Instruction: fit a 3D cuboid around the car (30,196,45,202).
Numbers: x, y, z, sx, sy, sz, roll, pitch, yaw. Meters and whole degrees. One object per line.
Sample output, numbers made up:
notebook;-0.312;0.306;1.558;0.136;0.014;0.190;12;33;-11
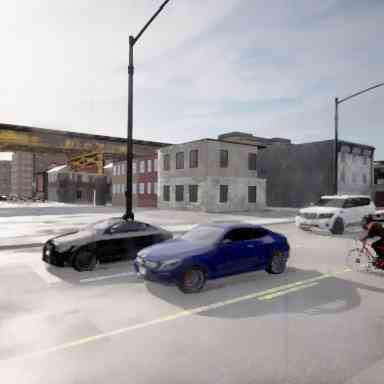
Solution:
car;-35.875;1.621;77.211;1.853;1.218;4.536;1;0;-6

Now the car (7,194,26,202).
car;-39.598;1.737;77.013;4.974;1.542;2.038;0;-1;24

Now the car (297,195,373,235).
car;8.320;1.202;18.909;5.566;2.045;2.150;-1;1;-36

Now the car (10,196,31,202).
car;-39.644;1.579;77.035;4.536;1.218;1.853;0;-1;24

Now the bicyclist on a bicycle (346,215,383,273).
bicyclist on a bicycle;4.934;1.465;8.951;0.582;1.620;1.656;0;-2;-37

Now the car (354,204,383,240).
car;10.214;1.475;15.934;4.902;1.511;2.128;0;0;-36

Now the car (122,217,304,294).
car;0.749;1.536;8.935;4.674;1.442;1.812;0;0;-37

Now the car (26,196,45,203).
car;-35.870;1.779;77.158;2.038;1.542;4.974;1;0;-6

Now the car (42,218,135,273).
car;-2.575;1.575;10.827;4.181;1.385;1.994;0;0;-37
